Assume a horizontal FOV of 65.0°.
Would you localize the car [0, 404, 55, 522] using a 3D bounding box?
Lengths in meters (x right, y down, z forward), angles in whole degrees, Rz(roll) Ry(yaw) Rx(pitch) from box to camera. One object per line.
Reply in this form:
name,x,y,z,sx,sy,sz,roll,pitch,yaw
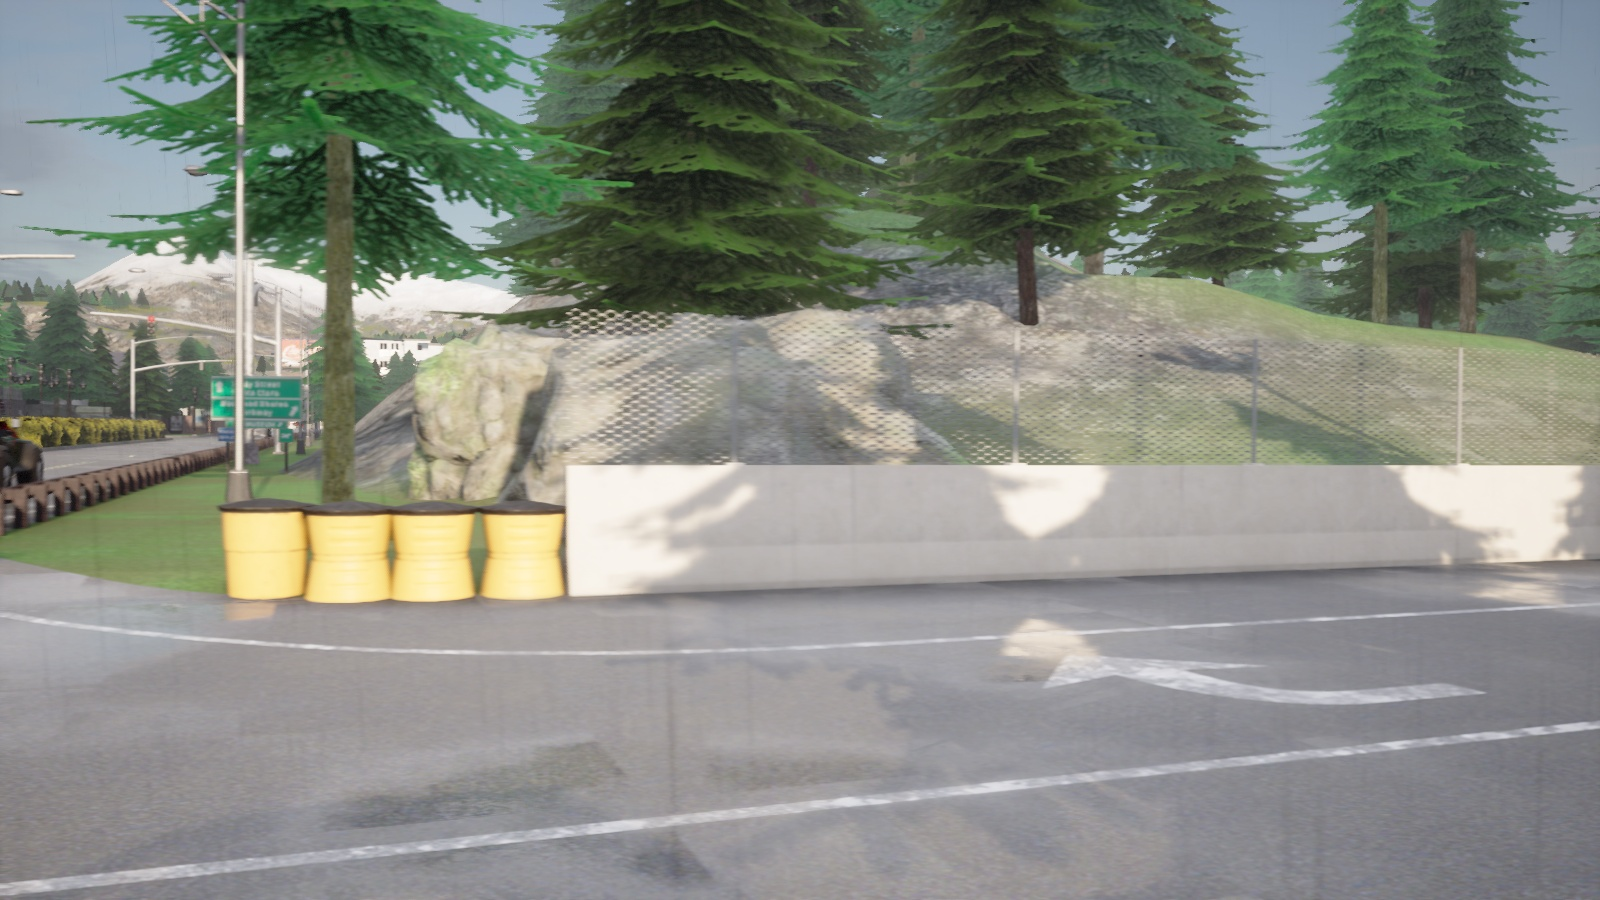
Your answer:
car,-14.266,0.203,21.490,1.905,1.878,3.866,-1,1,-20
